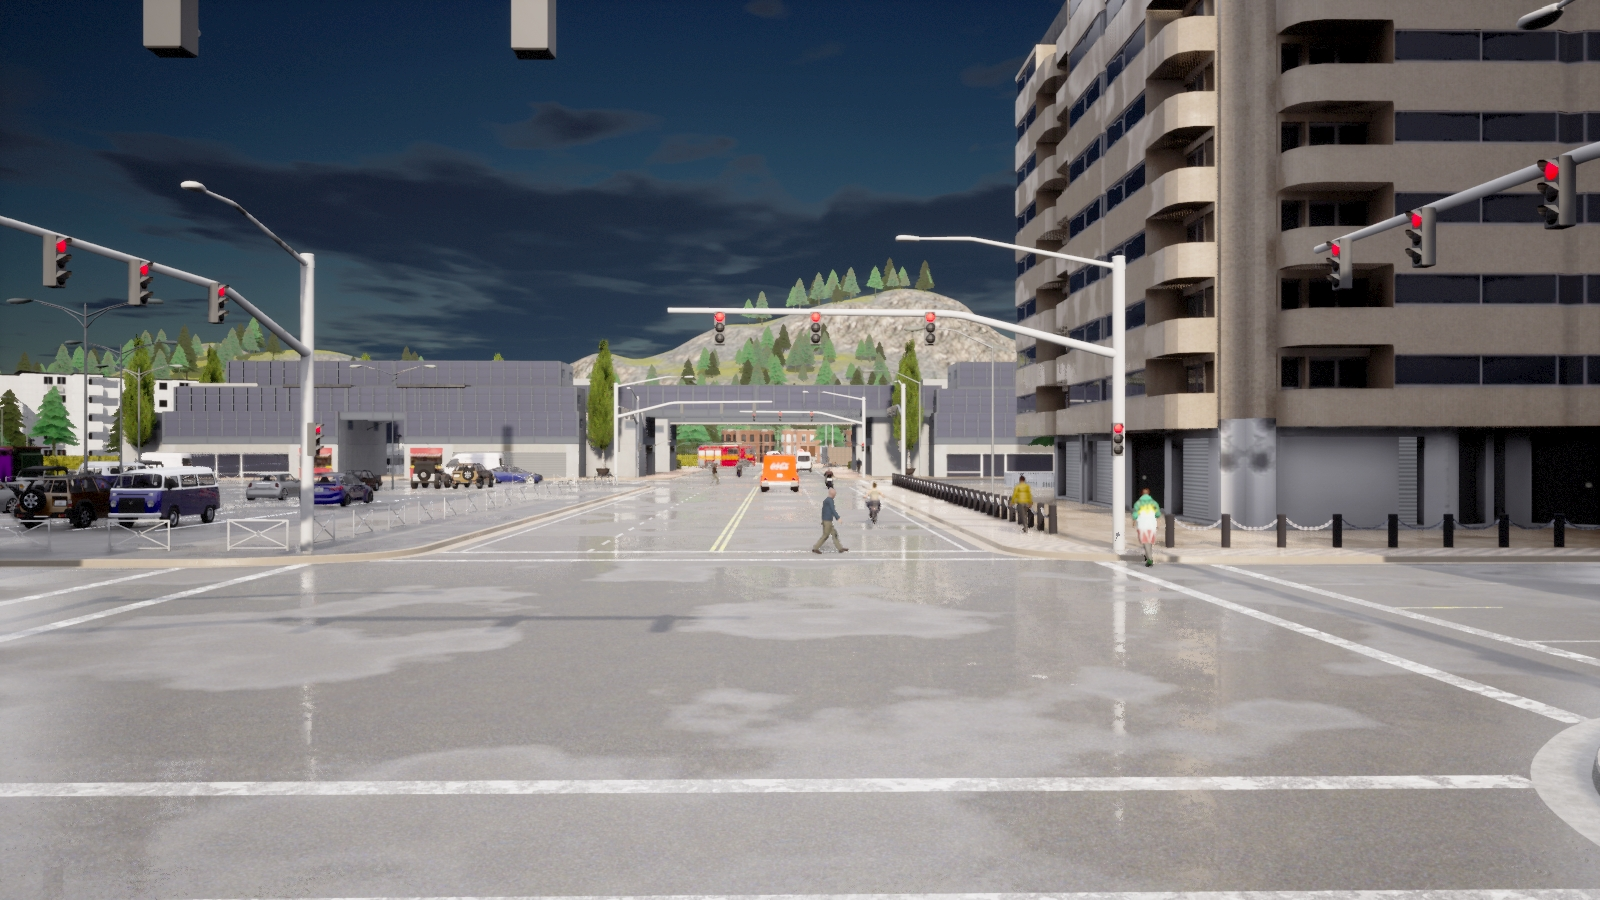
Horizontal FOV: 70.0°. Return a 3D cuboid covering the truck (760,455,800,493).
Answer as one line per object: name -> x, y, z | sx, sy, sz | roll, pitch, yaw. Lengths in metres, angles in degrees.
truck -> -1.366, 1.564, 77.071 | 2.627, 2.467, 5.204 | 0, 0, -1

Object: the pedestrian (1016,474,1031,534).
pedestrian -> 6.994, 1.695, 35.731 | 0.375, 1.860, 0.375 | 0, 0, -3

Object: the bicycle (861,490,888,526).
bicycle -> 2.762, 2.158, 42.529 | 0.859, 1.276, 1.487 | 0, 0, -1

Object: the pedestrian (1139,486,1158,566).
pedestrian -> 8.267, 1.800, 27.120 | 0.375, 1.860, 0.375 | 0, 0, 6

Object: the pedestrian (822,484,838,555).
pedestrian -> 0.796, 1.839, 30.392 | 0.375, 1.860, 0.375 | 0, 0, -9
